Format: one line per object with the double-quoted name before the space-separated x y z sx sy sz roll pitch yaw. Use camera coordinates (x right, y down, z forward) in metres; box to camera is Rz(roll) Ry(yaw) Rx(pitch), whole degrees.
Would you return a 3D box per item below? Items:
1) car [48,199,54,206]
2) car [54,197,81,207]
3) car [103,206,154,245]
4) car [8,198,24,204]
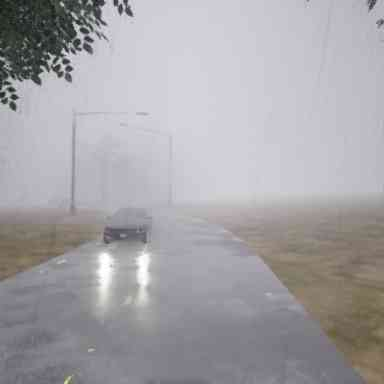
"car" -25.506 1.748 63.422 4.553 1.767 2.097 -1 -2 38
"car" -19.572 1.652 53.166 4.902 1.511 2.128 -1 -2 44
"car" -2.878 1.487 15.938 1.882 1.535 5.008 1 0 -3
"car" -39.490 2.005 75.382 2.033 1.411 5.357 2 -2 -39
